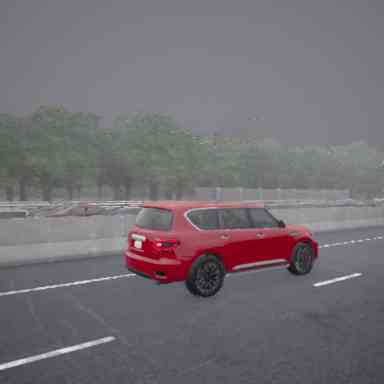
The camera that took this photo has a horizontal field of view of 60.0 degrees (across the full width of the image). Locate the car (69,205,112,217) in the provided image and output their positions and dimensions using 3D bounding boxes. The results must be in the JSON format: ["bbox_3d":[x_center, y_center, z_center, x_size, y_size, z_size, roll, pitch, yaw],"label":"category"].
[{"bbox_3d":[-4.174,1.615,18.195,4.181,1.385,1.994,1,0,-35],"label":"car"}]

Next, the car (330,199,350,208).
[{"bbox_3d":[22.987,1.876,50.364,4.892,1.490,1.837,0,0,-35],"label":"car"}]

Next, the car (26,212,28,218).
[{"bbox_3d":[-10.493,1.542,26.584,4.902,1.511,2.128,1,0,-35],"label":"car"}]

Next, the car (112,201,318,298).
[{"bbox_3d":[0.992,1.262,8.871,5.566,2.045,2.150,1,0,-35],"label":"car"}]

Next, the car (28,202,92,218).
[{"bbox_3d":[-7.019,1.522,20.468,5.008,1.535,1.882,0,0,-35],"label":"car"}]

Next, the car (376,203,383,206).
[{"bbox_3d":[27.182,1.895,44.765,4.674,1.442,1.812,0,0,-35],"label":"car"}]

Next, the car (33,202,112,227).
[{"bbox_3d":[-8.459,1.541,23.737,4.902,1.511,2.128,1,0,-35],"label":"car"}]

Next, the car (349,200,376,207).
[{"bbox_3d":[25.040,1.969,47.528,4.718,1.301,1.895,0,0,-35],"label":"car"}]
